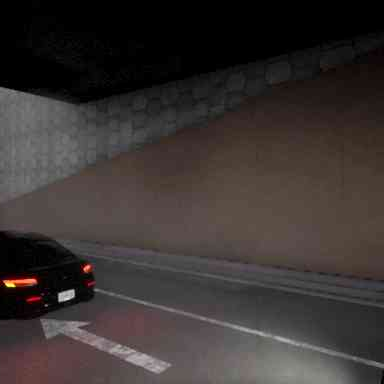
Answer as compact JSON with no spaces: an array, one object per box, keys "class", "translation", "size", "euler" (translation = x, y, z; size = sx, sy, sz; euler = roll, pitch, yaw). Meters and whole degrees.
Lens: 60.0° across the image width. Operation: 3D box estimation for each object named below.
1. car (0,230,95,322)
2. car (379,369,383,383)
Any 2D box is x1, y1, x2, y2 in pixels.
[{"class":"car","translation":[-3.918,1.523,6.768],"size":[4.674,1.442,1.812],"euler":[0,0,36]},{"class":"car","translation":[3.523,1.506,1.401],"size":[4.892,1.490,1.837],"euler":[0,0,36]}]
